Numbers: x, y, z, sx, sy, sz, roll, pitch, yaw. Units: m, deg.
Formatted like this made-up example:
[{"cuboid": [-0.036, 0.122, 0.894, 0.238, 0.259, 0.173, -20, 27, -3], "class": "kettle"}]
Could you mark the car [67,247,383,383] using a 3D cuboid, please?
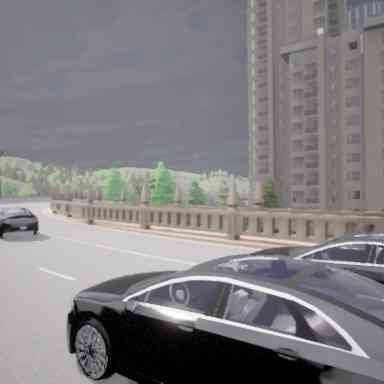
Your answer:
[{"cuboid": [0.507, 1.511, 3.821, 4.902, 1.511, 2.128, 0, 0, 37], "class": "car"}]

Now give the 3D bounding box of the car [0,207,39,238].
[{"cuboid": [-10.010, 1.586, 18.420, 2.128, 1.511, 4.902, 0, 0, -41], "class": "car"}]

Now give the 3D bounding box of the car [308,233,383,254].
[{"cuboid": [3.172, 1.520, 6.185, 4.902, 1.511, 2.128, 0, 0, 37], "class": "car"}]
